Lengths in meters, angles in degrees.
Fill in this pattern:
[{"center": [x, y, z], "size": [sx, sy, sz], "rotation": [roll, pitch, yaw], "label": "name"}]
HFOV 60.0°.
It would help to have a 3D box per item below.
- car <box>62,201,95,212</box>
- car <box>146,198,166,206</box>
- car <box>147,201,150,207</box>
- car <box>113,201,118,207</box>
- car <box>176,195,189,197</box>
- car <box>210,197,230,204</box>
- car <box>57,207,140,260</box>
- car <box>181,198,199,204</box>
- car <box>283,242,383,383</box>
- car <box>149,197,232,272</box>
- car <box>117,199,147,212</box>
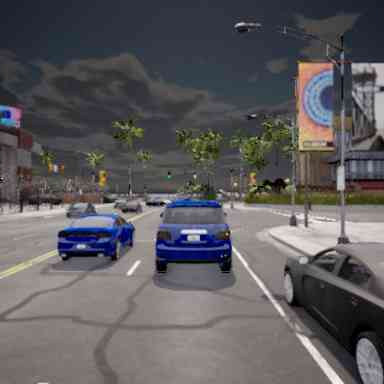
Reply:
[{"center": [-10.680, 1.742, 32.452], "size": [1.812, 1.442, 4.674], "rotation": [0, 0, 0], "label": "car"}, {"center": [-7.258, 1.996, 67.277], "size": [2.033, 1.411, 5.357], "rotation": [0, 0, 19], "label": "car"}, {"center": [-6.309, 1.986, 57.745], "size": [1.895, 1.301, 4.718], "rotation": [0, 0, 13], "label": "car"}, {"center": [-10.453, 1.862, 50.325], "size": [1.812, 1.442, 4.674], "rotation": [0, 0, 3], "label": "car"}, {"center": [-2.361, 1.690, 69.600], "size": [2.150, 2.045, 5.566], "rotation": [0, 0, 26], "label": "car"}, {"center": [6.832, 2.071, 81.791], "size": [4.902, 1.511, 2.128], "rotation": [0, -1, -44], "label": "car"}, {"center": [-3.449, 1.564, 12.825], "size": [1.882, 1.535, 5.008], "rotation": [0, 0, 0], "label": "car"}, {"center": [-0.453, 2.122, 79.029], "size": [1.895, 1.301, 4.718], "rotation": [0, 0, 36], "label": "car"}, {"center": [2.886, 1.515, 5.138], "size": [2.097, 1.535, 5.008], "rotation": [0, 0, -1], "label": "car"}, {"center": [0.049, 1.296, 11.214], "size": [2.150, 2.045, 5.566], "rotation": [0, -1, 0], "label": "car"}, {"center": [-7.186, 1.817, 40.341], "size": [2.033, 1.411, 5.357], "rotation": [0, 0, 0], "label": "car"}]
